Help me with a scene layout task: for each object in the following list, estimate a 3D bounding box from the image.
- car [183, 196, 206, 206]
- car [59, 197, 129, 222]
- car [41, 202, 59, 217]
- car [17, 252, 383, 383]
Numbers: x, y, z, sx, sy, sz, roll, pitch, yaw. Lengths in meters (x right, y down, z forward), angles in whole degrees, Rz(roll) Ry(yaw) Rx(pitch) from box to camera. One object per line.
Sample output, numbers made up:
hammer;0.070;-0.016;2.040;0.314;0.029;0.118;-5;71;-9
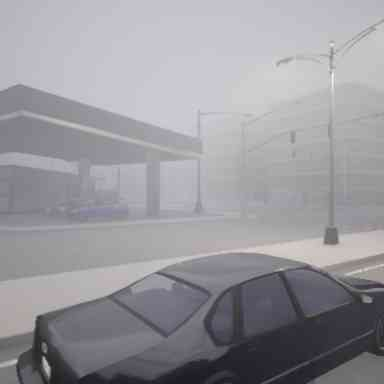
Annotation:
car;0.413;1.458;54.922;1.812;1.442;4.674;0;0;-37
car;-7.066;1.252;24.878;4.611;1.667;2.242;0;0;-35
car;-11.022;1.401;29.114;3.806;1.475;1.970;0;0;-35
car;0.802;1.542;4.313;5.357;1.411;2.033;0;0;-36
